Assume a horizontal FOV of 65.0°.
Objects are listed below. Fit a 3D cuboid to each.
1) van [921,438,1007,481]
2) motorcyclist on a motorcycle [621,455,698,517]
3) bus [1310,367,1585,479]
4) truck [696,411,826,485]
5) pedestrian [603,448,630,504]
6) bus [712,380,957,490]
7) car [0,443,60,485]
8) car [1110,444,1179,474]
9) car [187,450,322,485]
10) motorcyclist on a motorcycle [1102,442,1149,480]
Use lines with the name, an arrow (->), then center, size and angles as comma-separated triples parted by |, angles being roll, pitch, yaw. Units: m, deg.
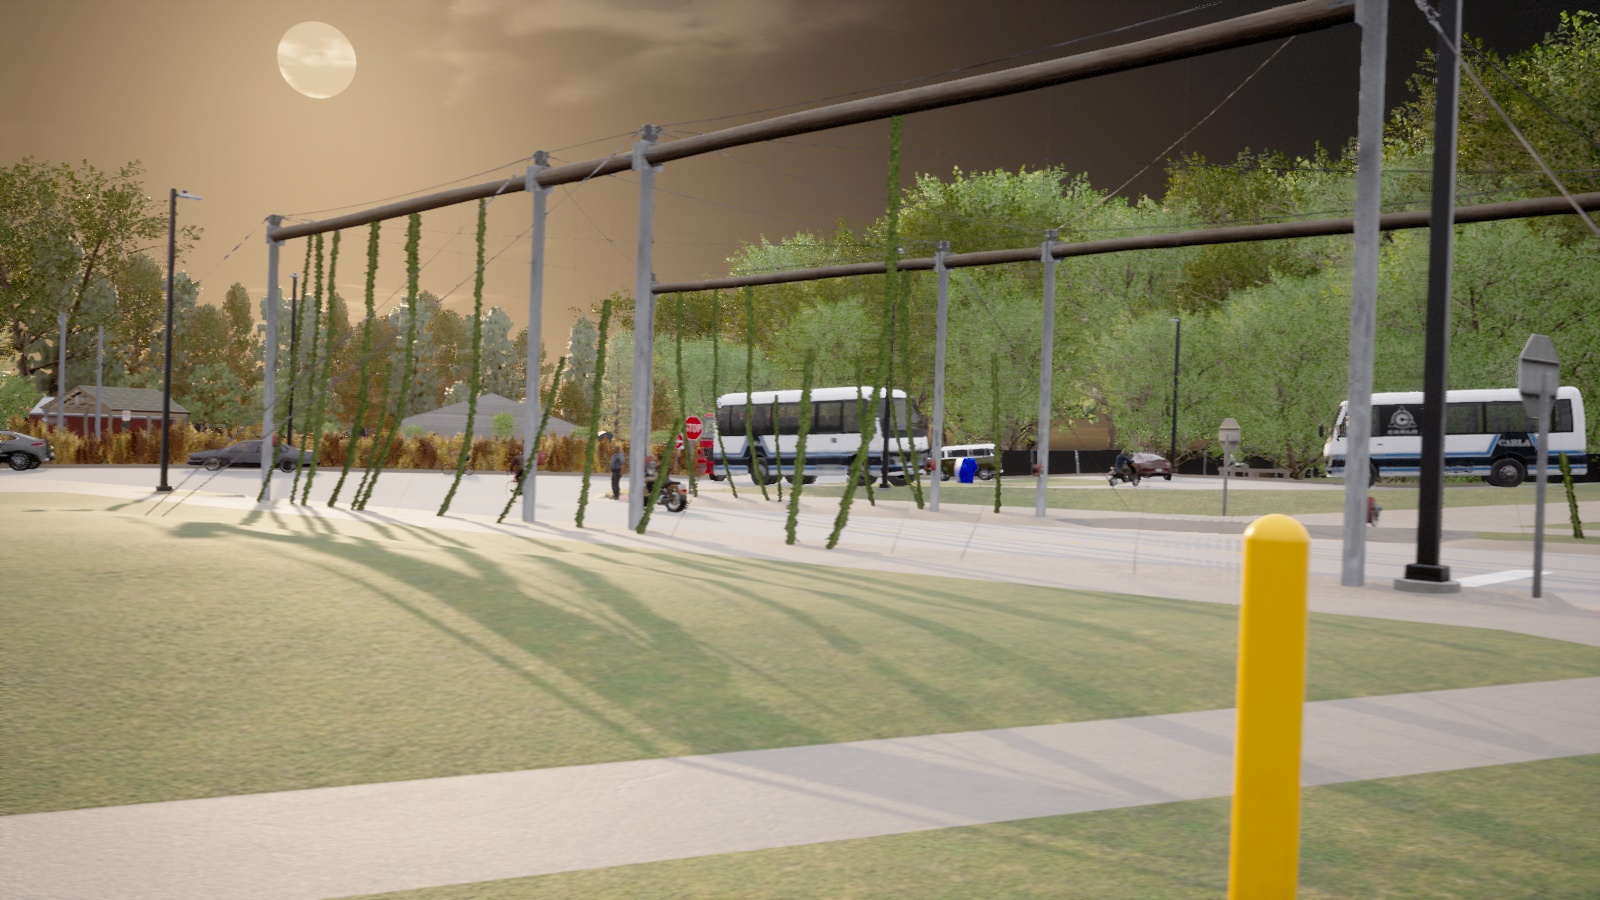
van -> 9.323, 0.535, 71.231 | 4.480, 2.038, 2.069 | -4, -1, 15
motorcyclist on a motorcycle -> -3.833, 0.964, 34.109 | 2.350, 1.649, 0.766 | -1, -1, 44
bus -> 27.985, -1.063, 55.071 | 10.273, 4.253, 3.944 | -2, -1, 22
truck -> -1.810, -0.063, 62.863 | 2.891, 3.462, 7.936 | 0, -1, 29
pedestrian -> -6.110, 0.864, 41.831 | 0.694, 1.848, 0.540 | 1, 1, -36
bus -> 1.322, -0.576, 54.462 | 10.273, 4.253, 3.944 | -2, 2, 41
car -> -33.598, 0.592, 51.750 | 5.027, 1.651, 2.152 | -1, 1, -20
car -> 17.433, 0.432, 63.798 | 1.812, 1.442, 4.674 | -2, 0, -5
car -> -23.956, 0.767, 55.352 | 5.357, 1.411, 2.033 | 1, 1, -20
motorcyclist on a motorcycle -> 13.993, 0.477, 53.959 | 1.817, 1.590, 0.866 | -1, 0, -30
